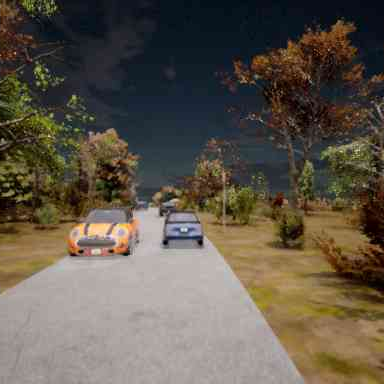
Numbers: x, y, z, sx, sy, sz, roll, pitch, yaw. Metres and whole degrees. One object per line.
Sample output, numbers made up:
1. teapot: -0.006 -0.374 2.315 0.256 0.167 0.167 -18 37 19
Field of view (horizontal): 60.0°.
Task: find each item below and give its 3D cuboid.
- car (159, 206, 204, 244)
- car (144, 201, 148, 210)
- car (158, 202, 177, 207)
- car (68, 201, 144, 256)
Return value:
1. car: -0.495 1.626 16.212 2.033 1.411 5.357 0 0 -4
2. car: -8.217 2.237 54.685 2.033 1.411 5.357 0 -1 -8
3. car: -2.685 1.851 36.926 1.837 1.490 4.892 0 -1 -8
4. car: -3.301 1.401 13.244 2.097 1.767 4.553 0 0 -3
